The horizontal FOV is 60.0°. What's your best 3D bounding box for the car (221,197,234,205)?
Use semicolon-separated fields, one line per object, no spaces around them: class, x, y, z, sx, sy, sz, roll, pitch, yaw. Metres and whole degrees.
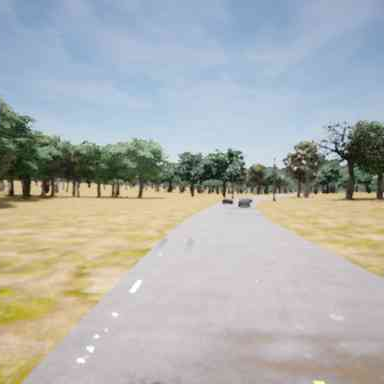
car;6.486;1.592;60.447;1.895;1.301;4.718;1;1;12

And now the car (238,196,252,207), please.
car;8.487;1.579;54.008;2.128;1.511;4.902;1;0;10

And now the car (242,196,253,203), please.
car;12.021;1.601;71.791;1.895;1.301;4.718;1;1;14
